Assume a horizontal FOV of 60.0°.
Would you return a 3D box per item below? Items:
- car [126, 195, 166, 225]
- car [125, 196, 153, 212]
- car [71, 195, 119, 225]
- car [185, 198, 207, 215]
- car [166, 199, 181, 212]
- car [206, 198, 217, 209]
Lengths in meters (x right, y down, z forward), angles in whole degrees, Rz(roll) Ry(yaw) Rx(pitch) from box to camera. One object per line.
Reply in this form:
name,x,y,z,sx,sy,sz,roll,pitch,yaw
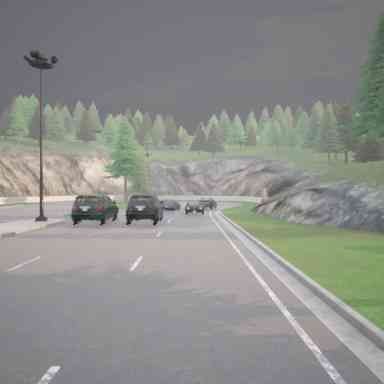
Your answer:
car,-3.396,1.222,24.487,2.150,2.045,5.566,0,0,0
car,-6.132,1.352,39.175,2.097,1.767,4.553,0,0,7
car,-6.898,1.223,24.114,2.150,2.045,5.566,0,0,0
car,0.330,1.601,34.261,1.895,1.301,4.718,0,0,2
car,-2.580,1.563,39.378,1.994,1.385,4.181,0,0,9
car,2.119,1.491,44.189,2.128,1.511,4.902,0,0,14
